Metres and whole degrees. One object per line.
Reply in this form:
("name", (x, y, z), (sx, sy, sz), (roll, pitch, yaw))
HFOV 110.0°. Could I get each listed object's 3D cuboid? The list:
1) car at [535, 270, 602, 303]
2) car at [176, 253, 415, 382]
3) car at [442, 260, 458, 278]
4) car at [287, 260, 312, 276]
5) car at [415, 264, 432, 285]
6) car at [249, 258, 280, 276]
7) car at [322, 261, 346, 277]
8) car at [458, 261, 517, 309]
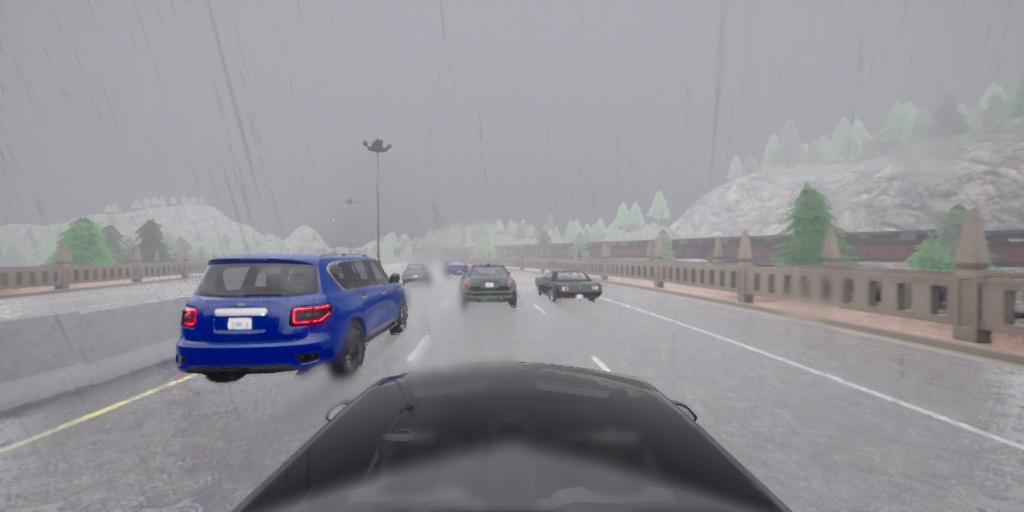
("car", (2.340, 1.286, 16.212), (1.895, 1.301, 4.718), (0, 0, -8))
("car", (-3.727, 0.968, 7.365), (2.150, 2.045, 5.566), (0, 0, -4))
("car", (-5.198, 1.142, 32.745), (1.882, 1.535, 5.008), (0, 0, -18))
("car", (-22.661, 1.257, 38.428), (1.882, 1.535, 5.008), (0, 0, -26))
("car", (-6.591, 1.267, 25.029), (1.994, 1.385, 4.181), (0, 0, -13))
("car", (-26.901, 1.167, 39.110), (2.097, 1.767, 4.553), (-1, 0, -27))
("car", (-17.809, 1.252, 36.066), (1.837, 1.490, 4.892), (0, 0, -23))
("car", (-1.078, 1.059, 15.053), (2.097, 1.767, 4.553), (0, 0, -7))
